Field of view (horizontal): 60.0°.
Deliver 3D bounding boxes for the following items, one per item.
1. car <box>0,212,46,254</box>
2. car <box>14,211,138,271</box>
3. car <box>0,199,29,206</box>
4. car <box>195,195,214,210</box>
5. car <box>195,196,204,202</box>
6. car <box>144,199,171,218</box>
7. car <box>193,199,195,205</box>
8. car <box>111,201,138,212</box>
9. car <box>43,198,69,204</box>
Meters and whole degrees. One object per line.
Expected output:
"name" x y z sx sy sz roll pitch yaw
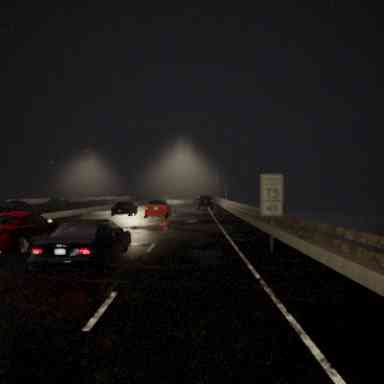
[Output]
"car" -6.838 1.521 13.173 1.882 1.535 5.008 0 0 0
"car" -3.357 1.584 11.014 2.033 1.411 5.357 0 0 0
"car" -20.634 1.667 38.790 1.812 1.442 4.674 0 0 1
"car" 1.850 1.396 45.702 2.150 2.045 5.566 0 0 2
"car" 1.897 1.712 80.383 1.994 1.385 4.181 0 0 3
"car" -3.101 1.462 30.971 2.097 1.767 4.553 0 0 1
"car" 1.228 1.753 64.469 1.837 1.490 4.892 0 0 2
"car" -6.568 1.595 32.802 1.882 1.535 5.008 0 0 1
"car" -17.055 1.507 41.777 2.097 1.767 4.553 0 0 2
